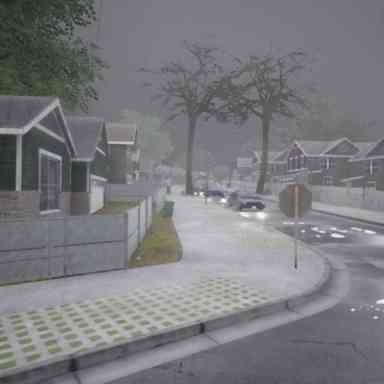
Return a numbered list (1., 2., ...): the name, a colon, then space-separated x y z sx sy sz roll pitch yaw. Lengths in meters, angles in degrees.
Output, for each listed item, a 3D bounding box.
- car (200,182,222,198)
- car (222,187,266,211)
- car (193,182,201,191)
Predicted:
1. car: 2.534 -0.192 39.929 1.882 1.535 5.008 1 2 -6
2. car: 4.038 0.567 25.700 2.033 1.411 5.357 1 3 -6
3. car: 1.129 -0.830 53.678 2.128 1.511 4.902 1 2 -6
